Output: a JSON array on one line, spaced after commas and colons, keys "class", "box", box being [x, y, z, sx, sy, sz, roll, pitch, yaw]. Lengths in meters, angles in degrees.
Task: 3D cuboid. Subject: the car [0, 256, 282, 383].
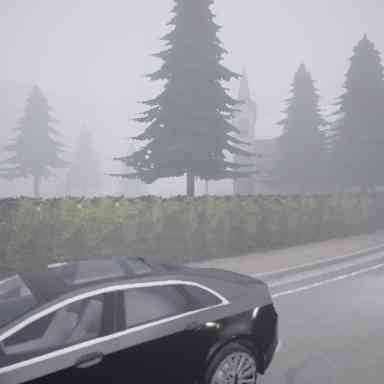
[{"class": "car", "box": [-1.240, 1.492, 3.215, 4.902, 1.511, 2.128, 0, 0, -35]}]
